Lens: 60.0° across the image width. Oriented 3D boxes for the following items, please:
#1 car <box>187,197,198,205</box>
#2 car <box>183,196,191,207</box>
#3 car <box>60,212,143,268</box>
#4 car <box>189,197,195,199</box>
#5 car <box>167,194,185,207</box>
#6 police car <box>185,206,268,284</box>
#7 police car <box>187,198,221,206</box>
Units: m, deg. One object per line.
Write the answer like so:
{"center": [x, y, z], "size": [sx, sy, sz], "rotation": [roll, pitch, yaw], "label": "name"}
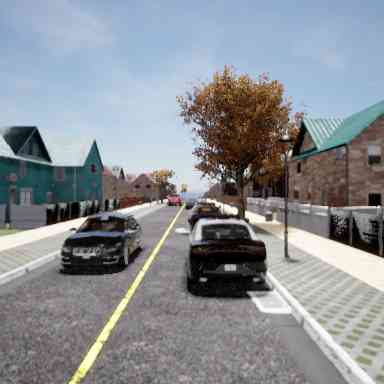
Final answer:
{"center": [0.003, 1.700, 62.533], "size": [1.994, 1.385, 4.181], "rotation": [0, 0, 0], "label": "car"}
{"center": [0.030, 1.600, 45.526], "size": [2.033, 1.411, 5.357], "rotation": [0, 0, 0], "label": "car"}
{"center": [-2.850, 1.499, 11.379], "size": [1.837, 1.490, 4.892], "rotation": [0, 0, 0], "label": "car"}
{"center": [0.826, 1.446, 25.807], "size": [1.801, 1.575, 5.366], "rotation": [0, 0, 0], "label": "car"}
{"center": [-2.826, 1.324, 55.251], "size": [2.150, 2.045, 5.566], "rotation": [0, -1, 0], "label": "car"}
{"center": [0.826, 1.420, 9.727], "size": [1.930, 1.638, 5.238], "rotation": [0, 0, 0], "label": "police car"}
{"center": [0.826, 1.418, 19.727], "size": [1.930, 1.638, 5.238], "rotation": [0, 0, 0], "label": "police car"}
